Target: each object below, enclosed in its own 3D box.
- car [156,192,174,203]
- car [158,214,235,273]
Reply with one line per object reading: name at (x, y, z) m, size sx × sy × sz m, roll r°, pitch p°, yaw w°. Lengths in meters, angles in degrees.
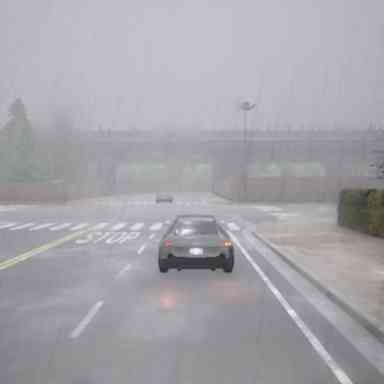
car at (-3.387, 0.650, 42.004) m, size 1.994 × 1.385 × 4.181 m, roll 0°, pitch 1°, yaw 0°
car at (0.102, 1.344, 9.954) m, size 1.994 × 1.385 × 4.181 m, roll 0°, pitch 1°, yaw 0°
